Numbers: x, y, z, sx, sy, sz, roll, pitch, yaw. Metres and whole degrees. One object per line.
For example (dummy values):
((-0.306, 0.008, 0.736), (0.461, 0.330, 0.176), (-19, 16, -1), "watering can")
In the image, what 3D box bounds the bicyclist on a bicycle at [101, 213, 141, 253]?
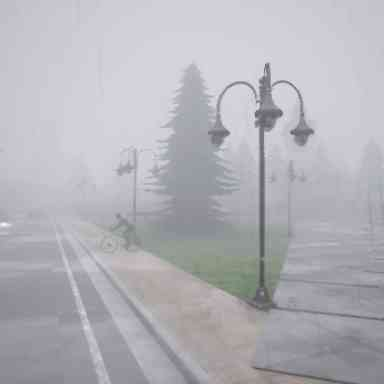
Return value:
((-2.850, 1.661, 13.473), (1.656, 1.620, 0.582), (1, -2, -24), "bicyclist on a bicycle")

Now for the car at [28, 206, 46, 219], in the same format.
((-19.321, 2.503, 41.432), (2.128, 1.511, 4.902), (1, -2, -24), "car")

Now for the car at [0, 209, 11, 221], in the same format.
((-20.618, 2.429, 35.453), (1.895, 1.301, 4.718), (1, -2, -23), "car")
